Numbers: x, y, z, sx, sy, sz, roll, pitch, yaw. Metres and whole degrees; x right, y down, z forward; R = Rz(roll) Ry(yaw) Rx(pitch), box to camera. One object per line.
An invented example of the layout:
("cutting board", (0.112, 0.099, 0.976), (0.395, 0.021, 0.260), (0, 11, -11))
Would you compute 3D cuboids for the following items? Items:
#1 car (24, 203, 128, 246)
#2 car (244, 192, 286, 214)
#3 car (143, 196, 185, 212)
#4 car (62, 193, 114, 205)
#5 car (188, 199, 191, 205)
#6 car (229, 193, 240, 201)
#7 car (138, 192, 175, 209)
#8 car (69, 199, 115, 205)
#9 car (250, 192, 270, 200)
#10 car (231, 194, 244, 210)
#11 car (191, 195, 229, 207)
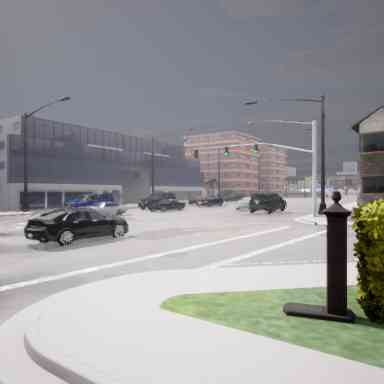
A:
("car", (-5.092, 1.499, 15.347), (1.837, 1.490, 4.892), (0, 0, 35))
("car", (7.688, 1.066, 33.584), (2.150, 2.045, 5.566), (0, 1, 35))
("car", (-2.834, 1.493, 37.216), (1.895, 1.301, 4.718), (0, 1, 35))
("car", (-10.128, 1.171, 32.910), (2.150, 2.045, 5.566), (0, 0, 35))
("car", (1.415, 1.247, 49.376), (1.895, 1.301, 4.718), (0, 2, 35))
("car", (7.537, 0.901, 58.085), (2.033, 1.411, 5.357), (0, 1, 35))
("car", (-4.187, 1.072, 41.384), (2.150, 2.045, 5.566), (0, 1, 36))
("car", (-8.091, 1.555, 29.712), (1.895, 1.301, 4.718), (0, 0, 35))
("car", (13.707, 0.733, 66.768), (2.033, 1.411, 5.357), (0, 0, 36))
("car", (6.674, 1.312, 38.214), (1.812, 1.442, 4.674), (0, 1, 35))
("car", (2.435, 1.217, 44.733), (2.128, 1.511, 4.902), (0, 1, 35))
